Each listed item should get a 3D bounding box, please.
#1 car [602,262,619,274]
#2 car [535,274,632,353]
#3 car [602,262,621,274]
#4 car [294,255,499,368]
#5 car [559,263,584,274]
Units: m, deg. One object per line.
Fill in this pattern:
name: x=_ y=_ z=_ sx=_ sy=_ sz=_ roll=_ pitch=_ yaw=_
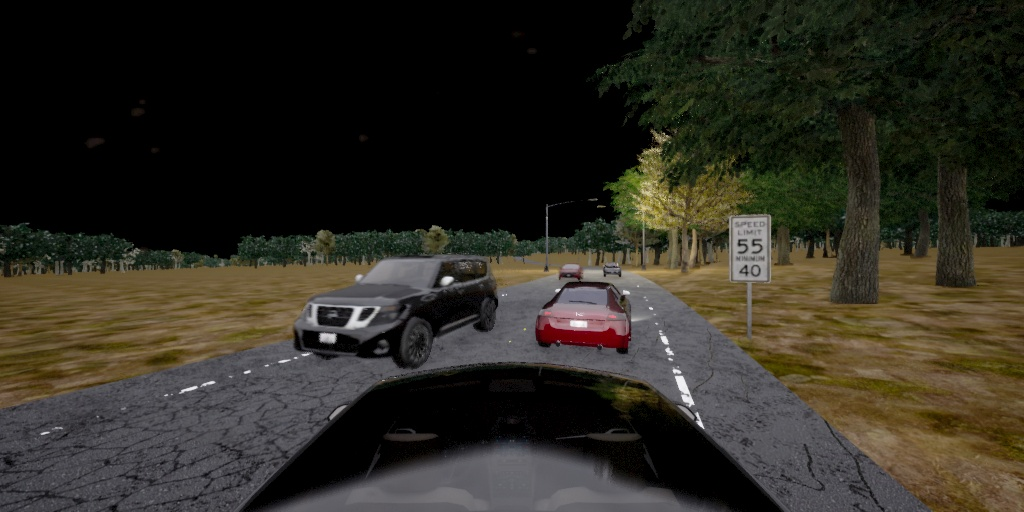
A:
car: x=13.612 y=1.629 z=49.765 sx=2.128 sy=1.511 sz=4.902 roll=0 pitch=-1 yaw=14
car: x=1.960 y=1.326 z=9.031 sx=1.994 sy=1.385 sz=4.181 roll=0 pitch=0 yaw=18
car: x=11.093 y=1.519 z=39.657 sx=2.128 sy=1.511 sz=4.902 roll=0 pitch=-1 yaw=15
car: x=-2.089 y=0.977 z=8.411 sx=2.150 sy=2.045 sz=5.566 roll=0 pitch=0 yaw=19
car: x=5.459 y=1.423 z=32.794 sx=1.882 sy=1.535 sz=5.008 roll=0 pitch=-1 yaw=16
